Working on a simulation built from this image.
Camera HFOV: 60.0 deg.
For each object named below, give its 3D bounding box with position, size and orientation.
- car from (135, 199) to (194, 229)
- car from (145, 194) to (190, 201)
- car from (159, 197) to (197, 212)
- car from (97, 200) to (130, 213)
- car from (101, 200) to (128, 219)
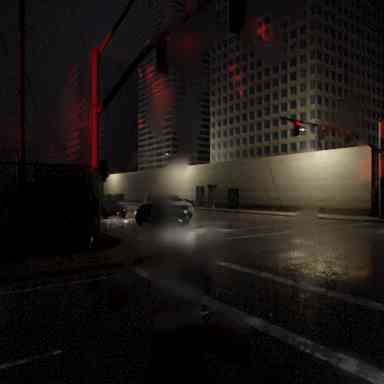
[{"bbox_3d":[-2.042,1.449,21.477,1.837,1.490,4.892,0,0,-35],"label":"car"},{"bbox_3d":[-2.106,1.165,27.636,2.150,2.045,5.566,0,0,-35],"label":"car"},{"bbox_3d":[-1.711,1.435,39.485,2.128,1.511,4.902,0,0,-35],"label":"car"},{"bbox_3d":[-8.825,1.545,37.068,1.895,1.301,4.718,0,0,-35],"label":"car"},{"bbox_3d":[-7.367,1.470,28.987,1.812,1.442,4.674,0,0,-35],"label":"car"}]
